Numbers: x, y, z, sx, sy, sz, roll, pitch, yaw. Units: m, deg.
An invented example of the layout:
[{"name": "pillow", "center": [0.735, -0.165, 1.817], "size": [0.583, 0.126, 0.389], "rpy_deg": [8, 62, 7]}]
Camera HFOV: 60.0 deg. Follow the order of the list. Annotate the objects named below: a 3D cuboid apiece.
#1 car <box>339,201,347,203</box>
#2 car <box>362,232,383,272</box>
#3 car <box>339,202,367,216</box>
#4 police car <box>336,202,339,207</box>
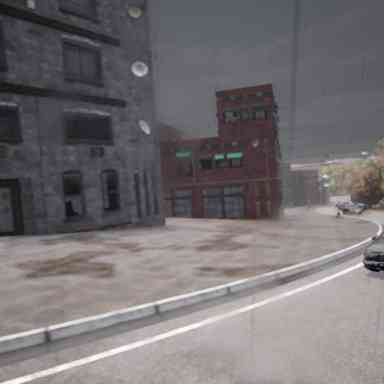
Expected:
[{"name": "car", "center": [33.035, 3.127, 70.695], "size": [1.812, 1.442, 4.674], "rpy_deg": [-3, -2, 17]}, {"name": "car", "center": [7.084, 1.638, 10.516], "size": [2.033, 1.411, 5.357], "rpy_deg": [-2, -2, 42]}, {"name": "car", "center": [23.955, 2.662, 49.610], "size": [2.128, 1.511, 4.902], "rpy_deg": [-4, -3, 11]}, {"name": "police car", "center": [34.912, 3.167, 76.397], "size": [1.930, 1.638, 5.238], "rpy_deg": [-3, -2, 20]}]
